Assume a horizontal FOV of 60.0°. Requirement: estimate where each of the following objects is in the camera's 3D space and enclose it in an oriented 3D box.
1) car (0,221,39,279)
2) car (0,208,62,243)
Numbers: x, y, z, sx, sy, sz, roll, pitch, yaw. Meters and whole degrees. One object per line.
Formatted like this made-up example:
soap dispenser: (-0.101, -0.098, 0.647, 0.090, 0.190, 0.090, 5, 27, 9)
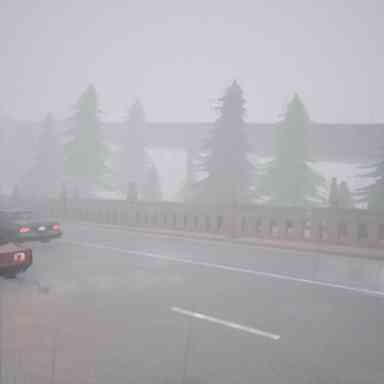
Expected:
car: (-6.082, 1.473, 8.330, 4.718, 1.301, 1.895, 1, 1, 36)
car: (-7.561, 1.361, 13.684, 5.357, 1.411, 2.033, 1, 1, 35)
